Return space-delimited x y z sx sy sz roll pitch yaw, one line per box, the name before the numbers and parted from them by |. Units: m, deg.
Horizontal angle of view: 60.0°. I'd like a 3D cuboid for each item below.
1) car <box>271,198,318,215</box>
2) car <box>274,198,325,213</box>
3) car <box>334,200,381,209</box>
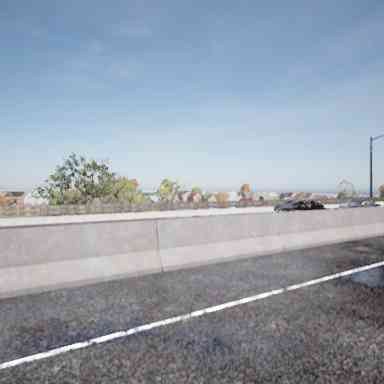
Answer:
car | 10.118 1.403 32.660 4.892 1.490 1.837 0 0 -35
car | 9.066 1.414 27.647 4.892 1.490 1.837 0 0 -35
car | 12.990 1.393 26.125 4.902 1.511 2.128 0 0 -35
